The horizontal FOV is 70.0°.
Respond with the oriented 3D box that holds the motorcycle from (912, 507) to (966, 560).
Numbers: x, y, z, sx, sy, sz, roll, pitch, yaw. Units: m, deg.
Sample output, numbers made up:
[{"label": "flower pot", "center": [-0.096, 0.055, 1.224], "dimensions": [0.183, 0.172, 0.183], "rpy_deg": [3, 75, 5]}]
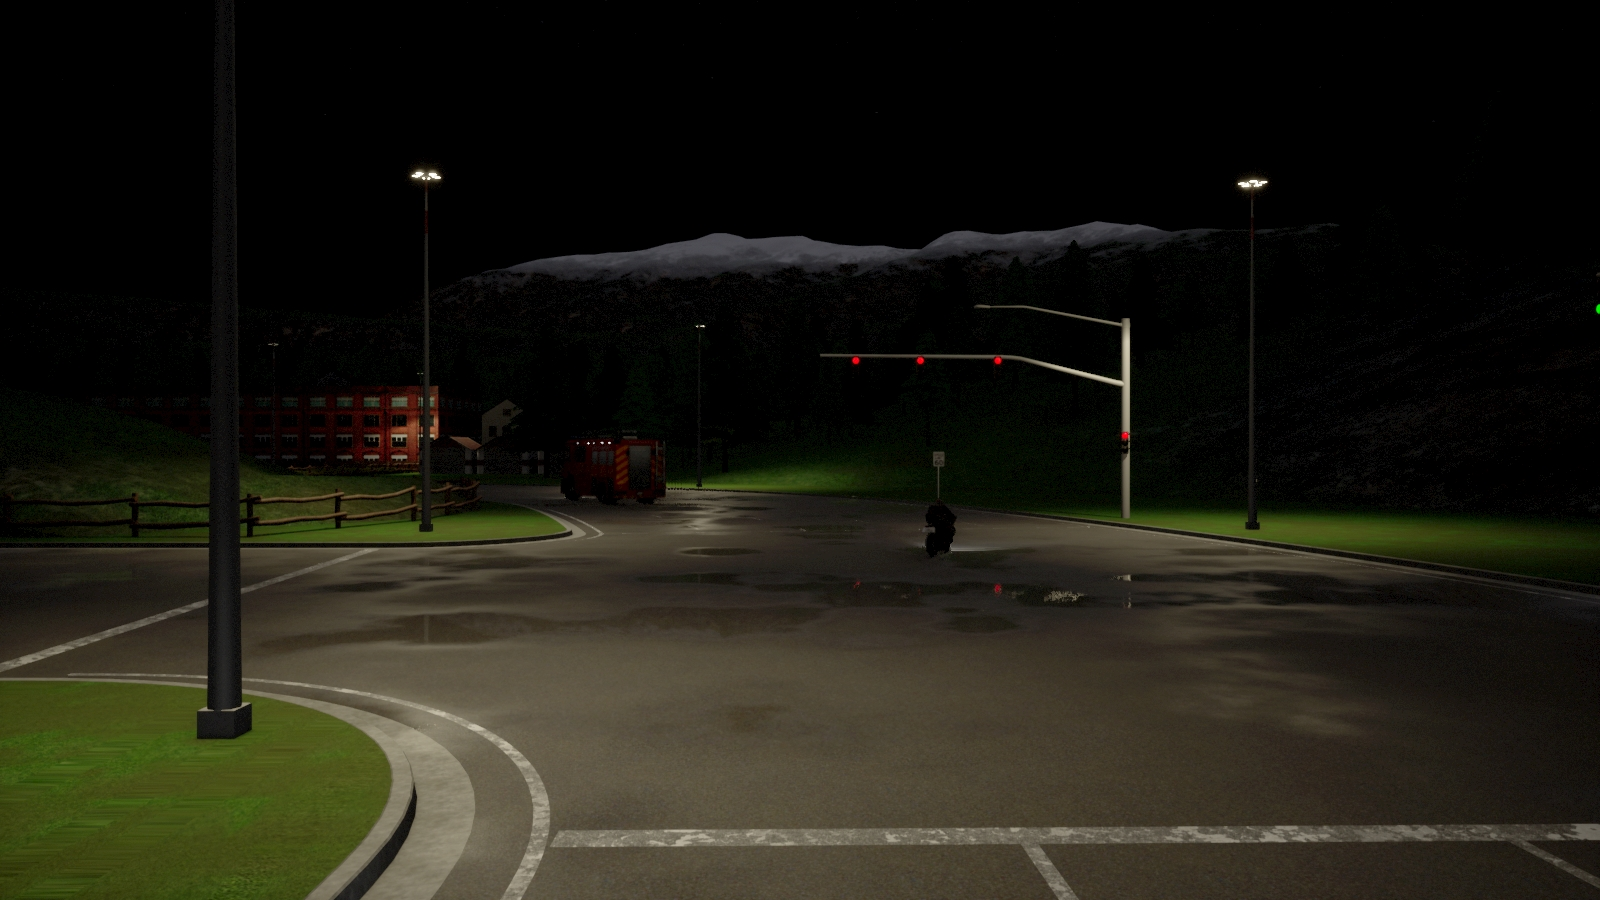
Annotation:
[{"label": "motorcycle", "center": [3.743, 2.205, 30.565], "dimensions": [0.867, 1.251, 2.209], "rpy_deg": [-2, -1, 21]}]
